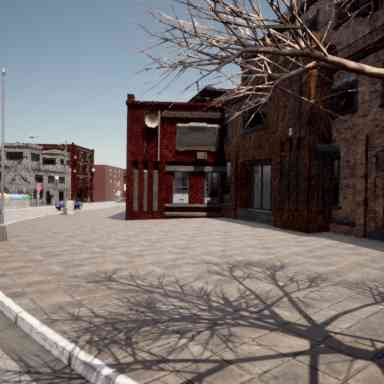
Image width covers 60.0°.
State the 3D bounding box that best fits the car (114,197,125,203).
[{"bbox_3d":[-17.700,1.958,81.188,1.812,1.442,4.674,1,0,3],"label":"car"}]

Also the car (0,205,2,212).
[{"bbox_3d":[-20.127,1.581,31.662,2.033,1.411,5.357,1,0,-3],"label":"car"}]

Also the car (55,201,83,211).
[{"bbox_3d":[-16.275,1.793,44.340,1.895,1.301,4.718,1,0,3],"label":"car"}]
